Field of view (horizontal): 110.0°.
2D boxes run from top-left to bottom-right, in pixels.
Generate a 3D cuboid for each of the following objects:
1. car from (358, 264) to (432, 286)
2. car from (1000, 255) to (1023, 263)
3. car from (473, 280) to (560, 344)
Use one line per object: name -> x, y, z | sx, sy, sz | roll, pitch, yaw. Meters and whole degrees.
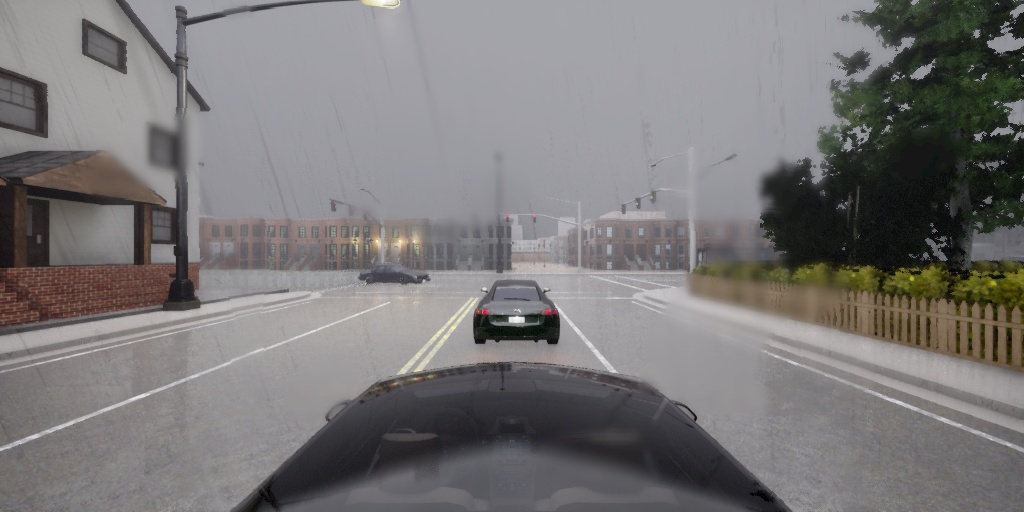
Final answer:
car -> -8.294, 1.305, 25.207 | 5.357, 1.411, 2.033 | 0, 0, 25
car -> 40.172, 0.971, 27.095 | 5.566, 2.045, 2.150 | 0, 0, 0
car -> 0.101, 1.314, 9.569 | 1.994, 1.385, 4.181 | 0, 0, 0
